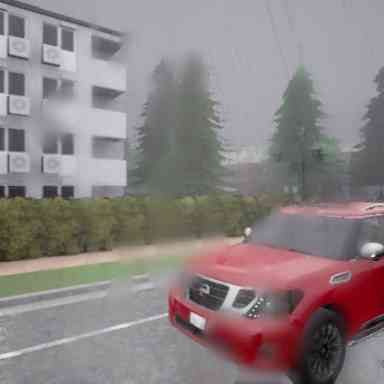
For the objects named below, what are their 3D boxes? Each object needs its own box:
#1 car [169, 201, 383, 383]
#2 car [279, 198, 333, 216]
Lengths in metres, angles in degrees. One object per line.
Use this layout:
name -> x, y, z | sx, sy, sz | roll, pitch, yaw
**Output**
car -> 2.332, 1.217, 5.614 | 5.566, 2.045, 2.150 | 0, 0, -35
car -> 11.391, 1.417, 33.497 | 1.882, 1.535, 5.008 | 0, 0, -35
